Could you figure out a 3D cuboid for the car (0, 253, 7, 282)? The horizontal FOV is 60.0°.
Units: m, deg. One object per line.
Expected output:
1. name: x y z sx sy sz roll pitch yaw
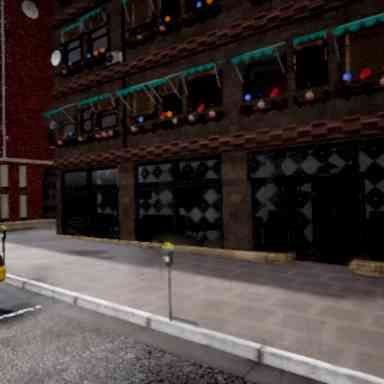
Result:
1. car: -6.578 1.510 8.140 5.366 1.575 1.801 0 0 36
